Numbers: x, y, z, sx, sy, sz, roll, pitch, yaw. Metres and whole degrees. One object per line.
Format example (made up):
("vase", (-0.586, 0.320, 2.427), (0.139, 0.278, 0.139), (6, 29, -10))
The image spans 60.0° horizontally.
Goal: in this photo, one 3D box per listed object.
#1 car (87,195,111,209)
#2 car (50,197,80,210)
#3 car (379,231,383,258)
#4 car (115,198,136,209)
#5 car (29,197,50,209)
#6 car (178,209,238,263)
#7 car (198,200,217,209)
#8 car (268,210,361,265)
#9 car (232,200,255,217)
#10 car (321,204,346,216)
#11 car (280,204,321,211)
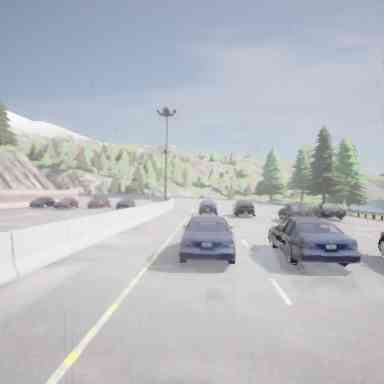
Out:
("car", (-12.244, 1.283, 43.975), (2.097, 1.767, 4.553), (1, 0, 1))
("car", (-15.782, 1.421, 42.218), (1.812, 1.442, 4.674), (1, 0, 2))
("car", (7.447, 1.559, 9.750), (1.882, 1.535, 5.008), (1, 0, 3))
("car", (-8.710, 1.512, 44.213), (2.033, 1.411, 5.357), (1, 0, 1))
("car", (-19.254, 1.368, 43.146), (1.837, 1.490, 4.892), (1, 0, 1))
("car", (0.563, 1.566, 12.056), (2.033, 1.411, 5.357), (1, 0, 3))
("car", (1.653, 1.578, 34.602), (1.812, 1.442, 4.674), (1, 0, 3))
("car", (4.058, 1.599, 11.889), (2.033, 1.411, 5.357), (1, 0, 3))
("car", (5.076, 1.590, 32.913), (1.837, 1.490, 4.892), (1, 0, 3))
("car", (11.927, 1.746, 29.767), (1.895, 1.301, 4.718), (1, 0, 3))
("car", (8.262, 1.655, 26.711), (2.033, 1.411, 5.357), (1, 0, 3))
